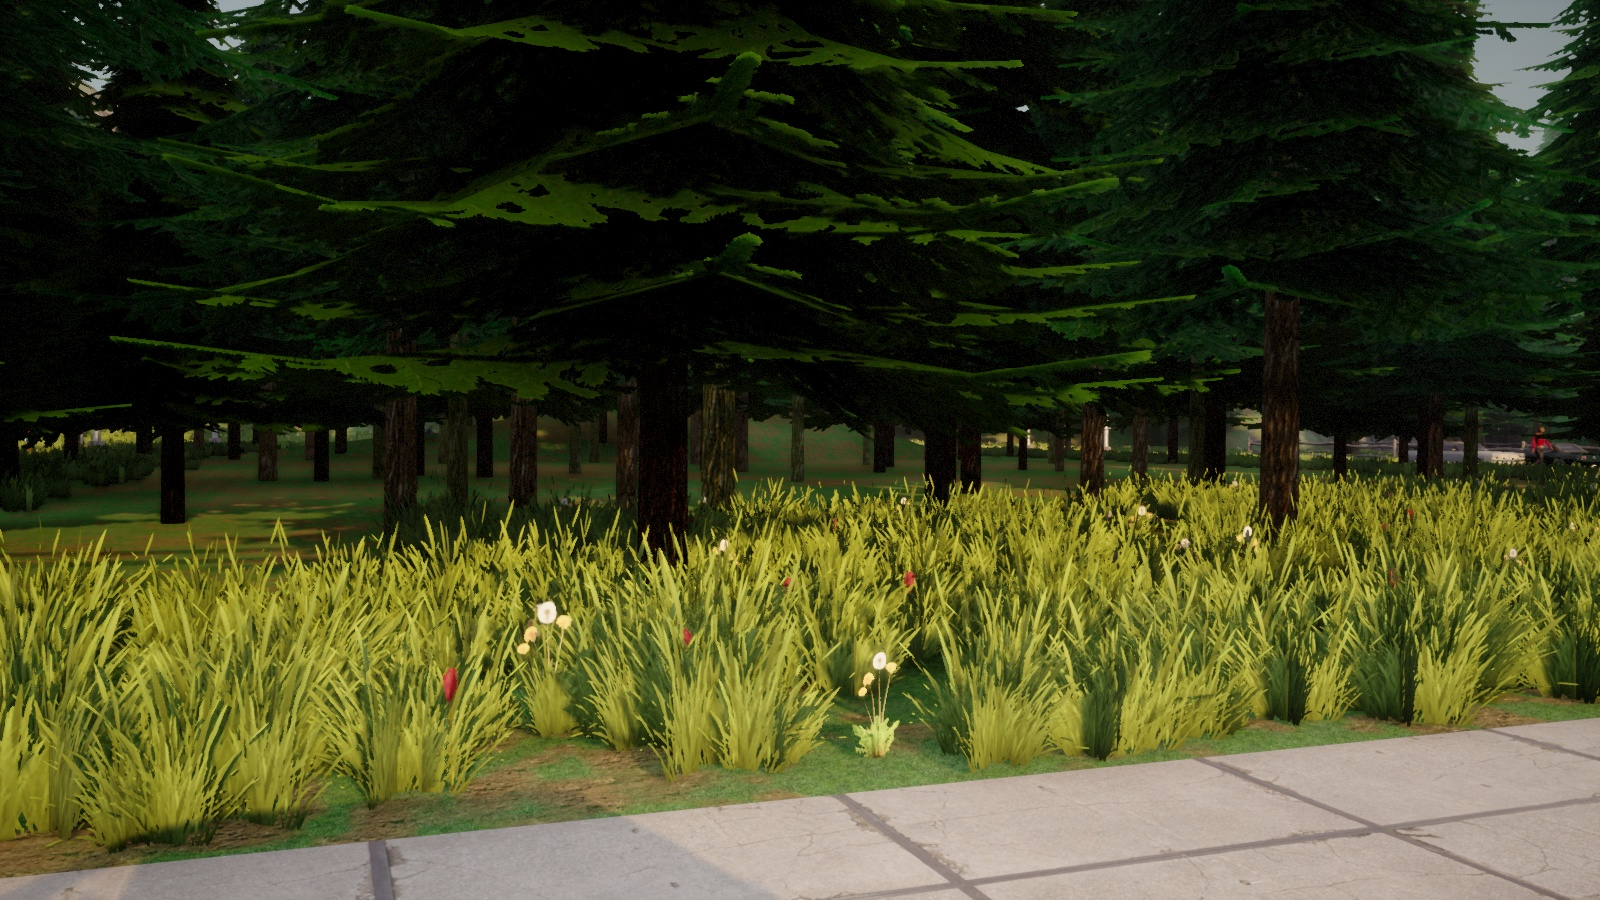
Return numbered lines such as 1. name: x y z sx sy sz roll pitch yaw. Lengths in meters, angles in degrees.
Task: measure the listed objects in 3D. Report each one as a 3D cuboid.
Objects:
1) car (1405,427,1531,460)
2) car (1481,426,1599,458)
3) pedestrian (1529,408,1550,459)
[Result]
1. car: 28.360 -0.305 53.481 1.895 1.301 4.718 -1 1 -20
2. car: 31.935 -0.350 53.873 1.895 1.301 4.718 -1 1 -20
3. pedestrian: 26.858 -0.599 45.613 0.331 1.846 0.636 -1 1 -11
